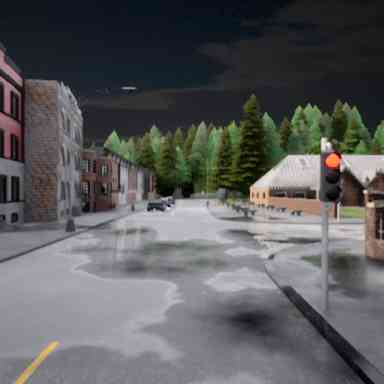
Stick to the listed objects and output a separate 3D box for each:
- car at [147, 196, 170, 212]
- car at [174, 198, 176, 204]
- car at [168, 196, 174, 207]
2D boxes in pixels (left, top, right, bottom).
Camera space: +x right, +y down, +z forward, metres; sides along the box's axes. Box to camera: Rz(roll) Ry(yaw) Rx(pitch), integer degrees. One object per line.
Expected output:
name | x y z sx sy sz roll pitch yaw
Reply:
car | -4.119 1.539 39.253 2.033 1.411 5.357 0 0 0
car | -4.091 1.514 60.123 1.812 1.442 4.674 0 1 1
car | -4.124 1.515 49.568 1.812 1.442 4.674 0 0 0
